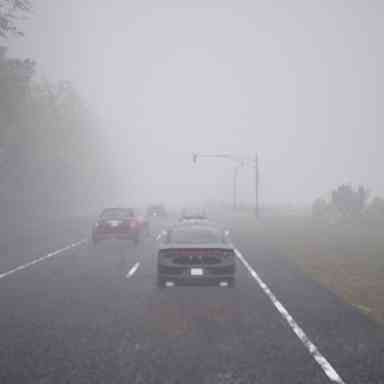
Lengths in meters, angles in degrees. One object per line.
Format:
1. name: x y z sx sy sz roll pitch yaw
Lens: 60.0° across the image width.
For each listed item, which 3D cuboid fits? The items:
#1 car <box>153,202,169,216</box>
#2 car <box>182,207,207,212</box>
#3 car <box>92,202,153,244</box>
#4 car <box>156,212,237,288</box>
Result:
1. car: -3.393 1.742 32.771 1.837 1.490 4.892 0 0 0
2. car: 0.114 1.630 19.129 2.128 1.511 4.902 0 0 0
3. car: -3.397 1.473 16.699 2.097 1.767 4.553 0 0 0
4. car: 0.102 1.547 9.487 1.882 1.535 5.008 0 0 0
